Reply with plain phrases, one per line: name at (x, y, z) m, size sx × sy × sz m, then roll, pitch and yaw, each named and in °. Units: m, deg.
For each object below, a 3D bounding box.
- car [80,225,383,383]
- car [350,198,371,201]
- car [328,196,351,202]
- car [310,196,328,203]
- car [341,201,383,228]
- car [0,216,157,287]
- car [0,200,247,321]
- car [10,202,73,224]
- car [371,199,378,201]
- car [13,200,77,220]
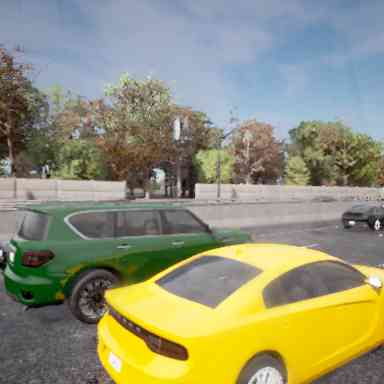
car at (1.275, 1.477, 4.653) m, size 5.008 × 1.535 × 1.882 m, roll 0°, pitch 0°, yaw -36°
car at (25.268, 1.624, 47.749) m, size 4.718 × 1.301 × 1.895 m, roll 0°, pitch 0°, yaw -35°
car at (23.205, 1.549, 50.572) m, size 4.674 × 1.442 × 1.812 m, roll 0°, pitch 0°, yaw -35°
car at (20.998, 1.374, 53.293) m, size 4.553 × 1.767 × 2.097 m, roll 0°, pitch 0°, yaw -35°
car at (11.017, 1.503, 20.201) m, size 4.892 × 1.490 × 1.837 m, roll 0°, pitch 0°, yaw -36°
car at (-3.383, 1.562, 9.929) m, size 4.181 × 1.385 × 1.994 m, roll 0°, pitch 0°, yaw -35°
car at (-0.953, 1.220, 7.366) m, size 5.566 × 2.045 × 2.150 m, roll 0°, pitch 0°, yaw -35°
car at (-11.642, 1.559, 25.781) m, size 4.181 × 1.385 × 1.994 m, roll 0°, pitch 0°, yaw -35°
car at (26.325, 1.622, 44.221) m, size 4.718 × 1.301 × 1.895 m, roll 0°, pitch 0°, yaw -35°
car at (-12.825, 1.500, 29.234) m, size 4.892 × 1.490 × 1.837 m, roll 0°, pitch 0°, yaw -35°
